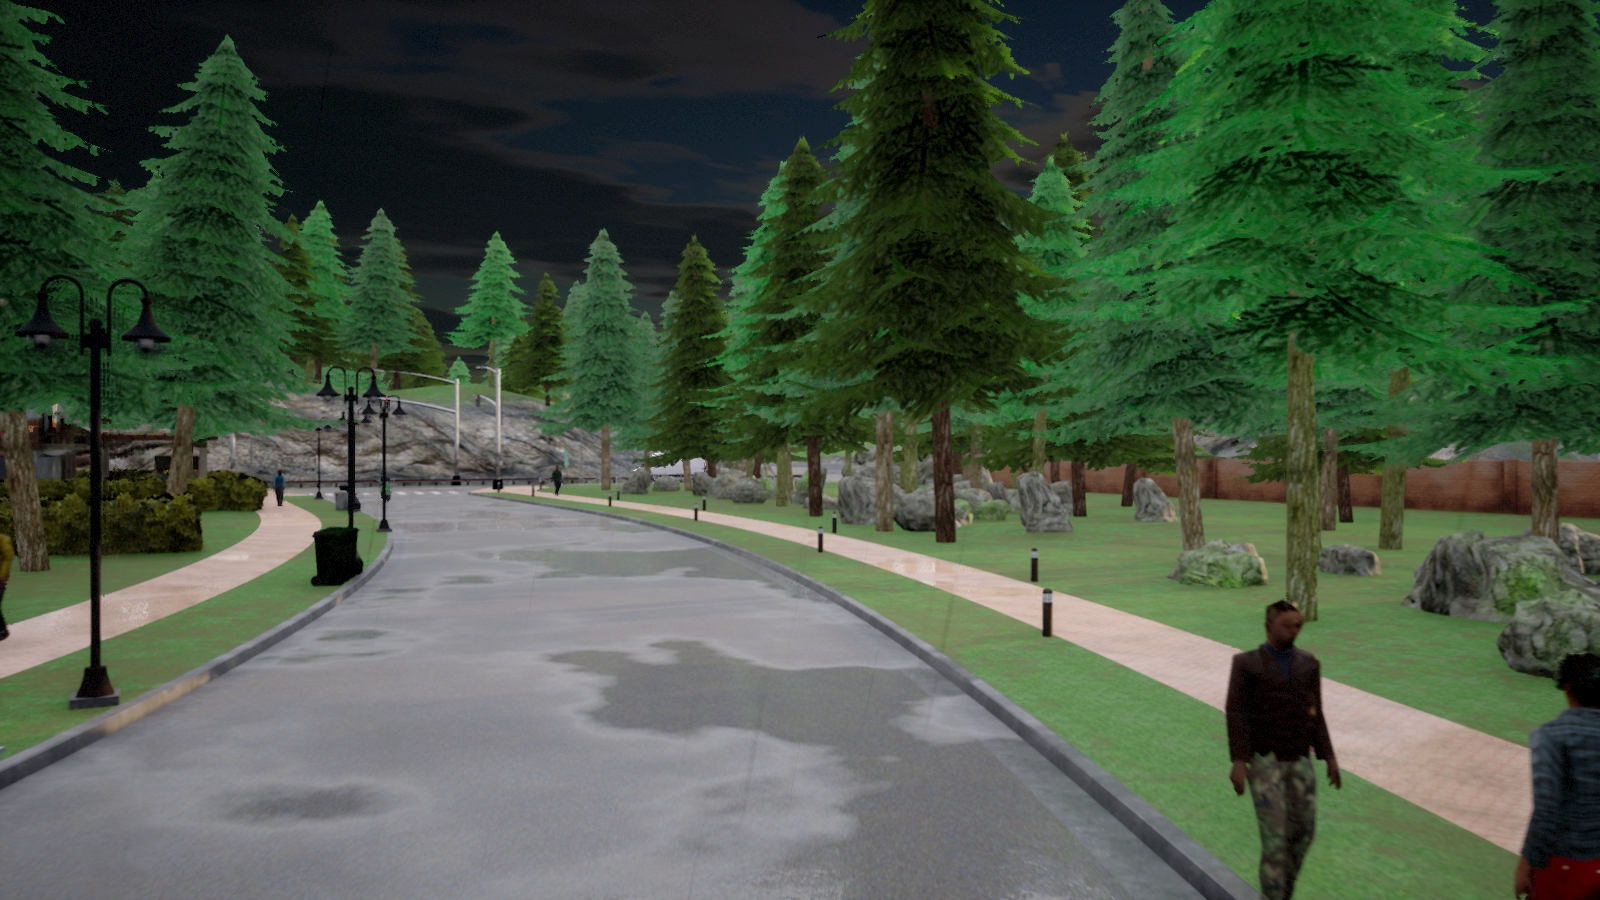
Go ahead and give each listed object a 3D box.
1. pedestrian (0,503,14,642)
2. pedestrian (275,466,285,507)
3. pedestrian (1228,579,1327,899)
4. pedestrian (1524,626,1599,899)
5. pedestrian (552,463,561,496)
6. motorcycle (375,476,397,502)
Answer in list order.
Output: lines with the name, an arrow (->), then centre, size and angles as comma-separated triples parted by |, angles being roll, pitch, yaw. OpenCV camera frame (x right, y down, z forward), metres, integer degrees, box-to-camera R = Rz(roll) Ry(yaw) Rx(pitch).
pedestrian -> -11.006, 1.666, 15.546 | 0.375, 1.860, 0.375 | 0, 0, -4
pedestrian -> -24.063, 1.677, 52.862 | 0.375, 1.860, 0.375 | 0, 0, -30
pedestrian -> 2.619, 1.664, 6.285 | 0.375, 1.860, 0.375 | 0, 0, -3
pedestrian -> 3.187, 1.666, 4.562 | 0.375, 1.860, 0.375 | 0, 0, 6
pedestrian -> -13.821, 1.683, 64.874 | 0.375, 1.860, 0.375 | 0, 0, -33
motorcycle -> -22.429, 2.114, 61.839 | 0.856, 1.334, 1.805 | 0, 0, -28
